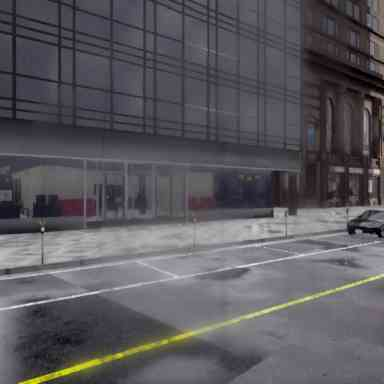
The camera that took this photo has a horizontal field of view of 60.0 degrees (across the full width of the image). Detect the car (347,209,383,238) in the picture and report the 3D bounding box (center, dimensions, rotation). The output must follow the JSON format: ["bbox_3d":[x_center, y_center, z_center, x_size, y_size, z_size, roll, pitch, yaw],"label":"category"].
[{"bbox_3d":[9.998,1.567,17.645,4.313,1.339,1.947,0,0,-36],"label":"car"}]

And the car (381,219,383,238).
[{"bbox_3d":[7.144,1.456,8.528,5.366,1.575,1.801,0,0,-36],"label":"car"}]
